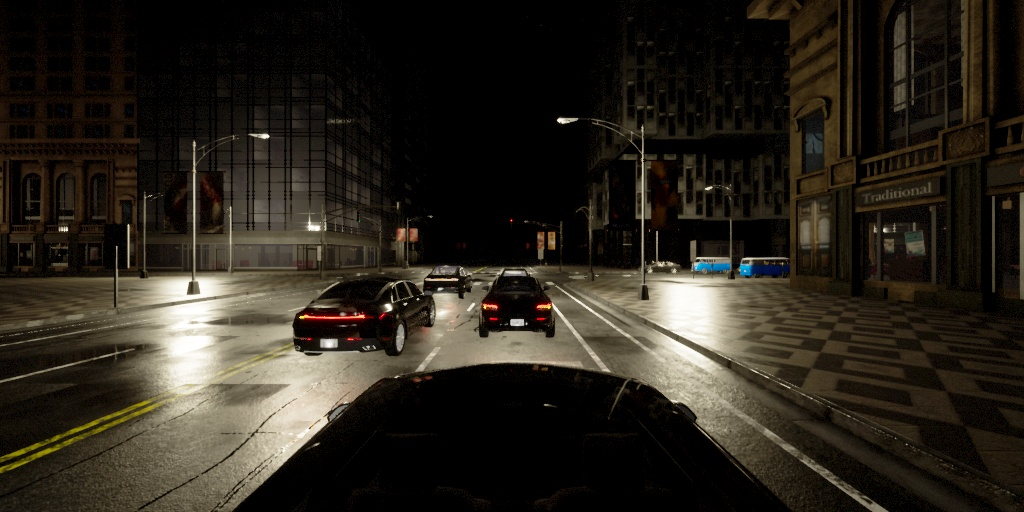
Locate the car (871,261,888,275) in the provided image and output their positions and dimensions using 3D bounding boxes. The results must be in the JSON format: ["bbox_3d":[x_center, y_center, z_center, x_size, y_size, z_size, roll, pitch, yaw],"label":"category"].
[{"bbox_3d":[32.774,1.251,30.186,4.207,1.307,1.802,0,0,0],"label":"car"}]

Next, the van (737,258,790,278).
[{"bbox_3d":[21.537,1.032,30.265,3.998,1.789,1.690,0,0,0],"label":"van"}]

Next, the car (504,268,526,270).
[{"bbox_3d":[0.146,1.314,18.464,1.994,1.385,4.181,0,0,0],"label":"car"}]

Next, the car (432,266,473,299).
[{"bbox_3d":[-3.108,1.241,17.994,2.128,1.511,4.902,0,0,0],"label":"car"}]

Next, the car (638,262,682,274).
[{"bbox_3d":[15.977,1.263,38.829,4.403,1.370,2.007,0,0,0],"label":"car"}]

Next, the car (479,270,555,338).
[{"bbox_3d":[0.121,1.276,10.075,1.812,1.442,4.674,0,0,0],"label":"car"}]

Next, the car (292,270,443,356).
[{"bbox_3d":[-3.134,1.255,8.580,1.837,1.490,4.892,0,0,0],"label":"car"}]

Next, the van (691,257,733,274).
[{"bbox_3d":[21.596,1.042,38.790,3.998,1.789,1.690,0,0,0],"label":"van"}]
